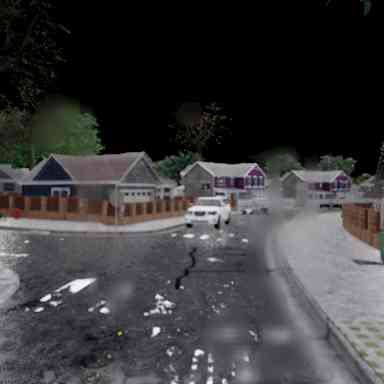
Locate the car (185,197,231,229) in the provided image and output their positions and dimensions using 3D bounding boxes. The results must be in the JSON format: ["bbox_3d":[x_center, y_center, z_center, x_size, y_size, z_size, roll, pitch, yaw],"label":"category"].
[{"bbox_3d":[1.270,1.347,23.172,2.150,2.045,5.566,0,0,17],"label":"car"}]

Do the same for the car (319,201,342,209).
[{"bbox_3d":[22.801,2.127,54.696,4.718,1.301,1.895,1,0,-41],"label":"car"}]

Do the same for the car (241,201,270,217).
[{"bbox_3d":[6.660,1.729,34.570,2.128,1.511,4.902,0,0,29],"label":"car"}]
